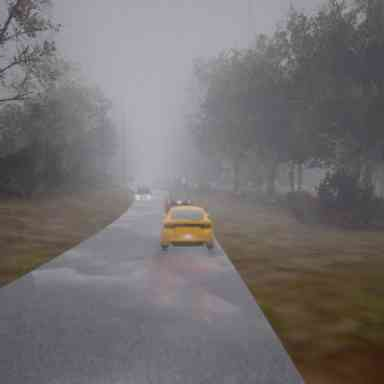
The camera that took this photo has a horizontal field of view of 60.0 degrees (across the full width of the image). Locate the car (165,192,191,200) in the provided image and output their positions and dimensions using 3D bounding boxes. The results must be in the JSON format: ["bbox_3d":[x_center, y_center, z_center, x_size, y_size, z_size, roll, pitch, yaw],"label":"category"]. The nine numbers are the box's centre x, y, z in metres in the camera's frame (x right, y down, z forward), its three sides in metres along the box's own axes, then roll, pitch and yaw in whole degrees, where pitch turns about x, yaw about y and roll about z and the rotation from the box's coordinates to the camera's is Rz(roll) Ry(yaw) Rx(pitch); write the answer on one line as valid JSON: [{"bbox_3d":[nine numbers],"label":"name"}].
[{"bbox_3d":[-1.144,0.745,27.085,2.097,1.767,4.553,1,2,-5],"label":"car"}]

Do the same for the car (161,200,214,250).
[{"bbox_3d":[-0.231,1.317,13.695,1.882,1.535,5.008,0,1,-2],"label":"car"}]

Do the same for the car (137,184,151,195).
[{"bbox_3d":[-7.117,-0.461,49.161,1.882,1.535,5.008,2,3,-10],"label":"car"}]
